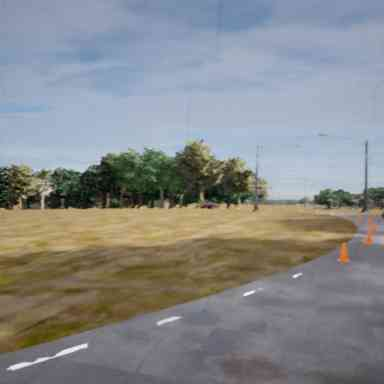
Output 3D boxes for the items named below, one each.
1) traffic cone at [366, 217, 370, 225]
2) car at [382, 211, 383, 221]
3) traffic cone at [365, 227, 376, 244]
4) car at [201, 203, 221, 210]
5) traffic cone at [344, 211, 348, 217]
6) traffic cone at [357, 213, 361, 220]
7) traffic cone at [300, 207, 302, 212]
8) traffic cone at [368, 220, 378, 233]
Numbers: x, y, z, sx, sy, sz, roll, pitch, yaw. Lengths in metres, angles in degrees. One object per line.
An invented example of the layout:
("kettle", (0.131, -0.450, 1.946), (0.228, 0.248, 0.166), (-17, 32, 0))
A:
("traffic cone", (12.334, 2.005, 23.151), (0.340, 0.580, 0.340), (1, 0, 22))
("car", (14.691, 1.681, 23.205), (1.895, 1.301, 4.718), (1, 0, 20))
("traffic cone", (7.897, 1.991, 14.830), (0.340, 0.580, 0.340), (0, 0, 34))
("car", (4.197, 3.075, 73.283), (5.008, 1.535, 1.882), (-2, -4, 45))
("traffic cone", (14.947, 2.105, 32.211), (0.340, 0.580, 0.340), (1, -1, 10))
("traffic cone", (13.877, 2.041, 27.613), (0.340, 0.580, 0.340), (1, 0, 16))
("traffic cone", (15.221, 2.438, 46.312), (0.340, 0.580, 0.340), (2, -2, -8))
("traffic cone", (10.332, 1.996, 18.874), (0.340, 0.580, 0.340), (0, 0, 28))
